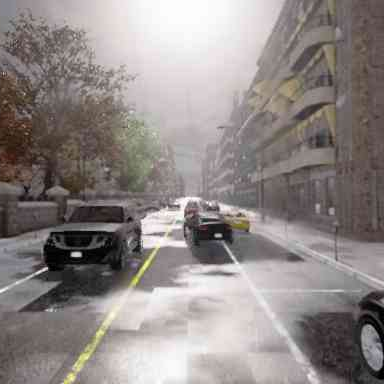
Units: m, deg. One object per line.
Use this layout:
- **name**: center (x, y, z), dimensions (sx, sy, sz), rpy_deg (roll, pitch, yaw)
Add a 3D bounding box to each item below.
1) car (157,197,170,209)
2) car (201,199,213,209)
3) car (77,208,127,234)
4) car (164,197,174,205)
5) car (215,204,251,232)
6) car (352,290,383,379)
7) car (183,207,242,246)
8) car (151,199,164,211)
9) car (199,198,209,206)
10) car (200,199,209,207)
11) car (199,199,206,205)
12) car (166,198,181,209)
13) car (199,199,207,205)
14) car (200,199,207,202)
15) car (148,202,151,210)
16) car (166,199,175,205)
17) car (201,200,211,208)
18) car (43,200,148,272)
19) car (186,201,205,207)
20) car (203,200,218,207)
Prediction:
- **car**: center (-5.658, 2.005, 60.263), dimensions (2.192, 1.841, 5.009), rpy_deg (1, -1, 0)
- **car**: center (2.720, 2.130, 60.259), dimensions (1.967, 1.590, 4.097), rpy_deg (1, -1, 0)
- **car**: center (-5.672, 1.799, 21.599), dimensions (2.008, 1.369, 4.403), rpy_deg (1, -1, 0)
- **car**: center (-5.653, 2.258, 82.355), dimensions (2.192, 1.841, 5.009), rpy_deg (1, -1, 0)
- **car**: center (2.709, 1.776, 21.766), dimensions (1.752, 1.417, 4.829), rpy_deg (1, -1, 0)
- **car**: center (3.146, 1.536, 2.704), dimensions (1.837, 1.490, 4.892), rpy_deg (0, -1, 0)
- **car**: center (0.732, 1.715, 16.431), dimensions (1.812, 1.442, 4.674), rpy_deg (0, -1, -10)
- **car**: center (-5.665, 2.129, 49.214), dimensions (1.947, 1.339, 4.313), rpy_deg (1, -1, 0)
- **car**: center (2.724, 2.320, 76.829), dimensions (1.967, 1.590, 4.097), rpy_deg (1, -1, 0)
- **car**: center (2.721, 2.344, 71.474), dimensions (1.752, 1.417, 4.829), rpy_deg (1, -1, 0)
- **car**: center (2.724, 2.534, 88.043), dimensions (1.752, 1.417, 4.829), rpy_deg (1, -1, 0)
- **car**: center (-2.987, 2.236, 57.347), dimensions (1.994, 1.385, 4.181), rpy_deg (0, -1, 0)
- **car**: center (2.722, 2.525, 82.350), dimensions (1.802, 1.307, 4.206), rpy_deg (1, -1, 0)
- **car**: center (2.716, 2.193, 54.735), dimensions (1.947, 1.339, 4.313), rpy_deg (1, -1, 0)
- **car**: center (-5.664, 1.689, 32.648), dimensions (2.192, 1.841, 5.009), rpy_deg (1, -1, 0)
- **car**: center (-5.656, 2.551, 87.876), dimensions (1.887, 1.381, 4.507), rpy_deg (1, -1, 0)
- **car**: center (2.719, 2.298, 65.780), dimensions (1.887, 1.381, 4.507), rpy_deg (1, -1, 0)
- **car**: center (-3.098, 1.356, 11.685), dimensions (2.150, 2.045, 5.566), rpy_deg (0, -1, 0)
- **car**: center (0.103, 2.018, 36.397), dimensions (1.895, 1.301, 4.718), rpy_deg (0, -1, 0)
- **car**: center (2.713, 2.067, 43.688), dimensions (1.947, 1.339, 4.313), rpy_deg (1, -1, 0)
